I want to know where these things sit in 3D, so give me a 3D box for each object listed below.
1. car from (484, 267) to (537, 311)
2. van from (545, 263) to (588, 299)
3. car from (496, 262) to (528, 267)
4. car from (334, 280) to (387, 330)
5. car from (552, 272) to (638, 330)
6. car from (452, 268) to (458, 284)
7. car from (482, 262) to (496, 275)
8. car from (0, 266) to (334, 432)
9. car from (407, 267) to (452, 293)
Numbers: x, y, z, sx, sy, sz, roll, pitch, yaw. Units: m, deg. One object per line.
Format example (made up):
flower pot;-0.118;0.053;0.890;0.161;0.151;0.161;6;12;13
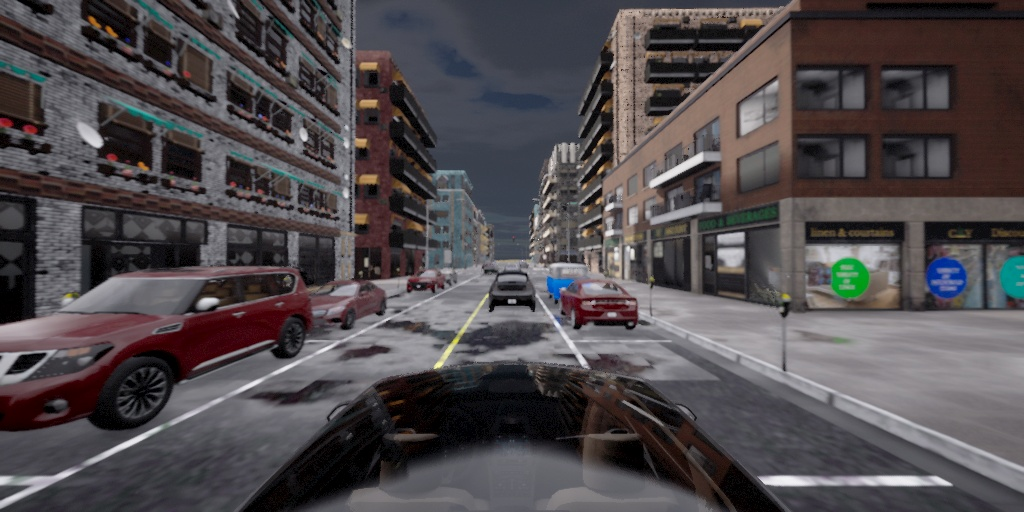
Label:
car;0.024;1.398;15.357;1.837;1.490;4.892;0;0;1
van;2.568;1.249;17.025;1.690;1.789;3.998;0;0;0
car;0.027;1.536;30.344;2.128;1.511;4.902;0;0;1
car;-5.314;1.433;11.439;1.802;1.307;4.207;0;0;0
car;2.567;1.396;11.437;1.888;1.381;4.507;0;0;0
car;-5.310;1.572;28.201;2.007;1.370;4.403;0;0;0
car;-2.757;1.816;47.649;1.895;1.301;4.718;0;-1;0
car;-5.315;1.108;5.852;2.192;1.841;5.009;0;0;0
car;-5.311;1.511;22.614;1.888;1.381;4.507;0;0;0
